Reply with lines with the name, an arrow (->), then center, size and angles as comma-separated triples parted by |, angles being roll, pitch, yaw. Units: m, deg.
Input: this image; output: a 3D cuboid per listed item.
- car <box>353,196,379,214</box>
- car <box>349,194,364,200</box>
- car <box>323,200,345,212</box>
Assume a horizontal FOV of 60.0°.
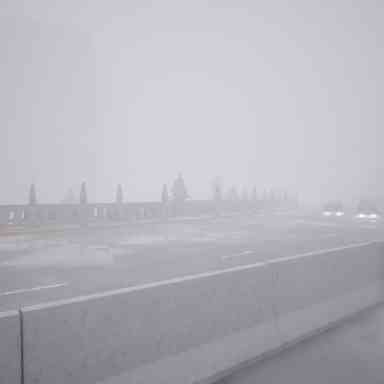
car -> 18.919, 1.491, 35.774 | 2.128, 1.511, 4.902 | 0, 0, 30
car -> 34.332, 1.053, 69.069 | 2.097, 1.767, 4.553 | 0, 0, 7
car -> 16.521, 1.564, 38.627 | 1.994, 1.385, 4.181 | 0, 0, 29
